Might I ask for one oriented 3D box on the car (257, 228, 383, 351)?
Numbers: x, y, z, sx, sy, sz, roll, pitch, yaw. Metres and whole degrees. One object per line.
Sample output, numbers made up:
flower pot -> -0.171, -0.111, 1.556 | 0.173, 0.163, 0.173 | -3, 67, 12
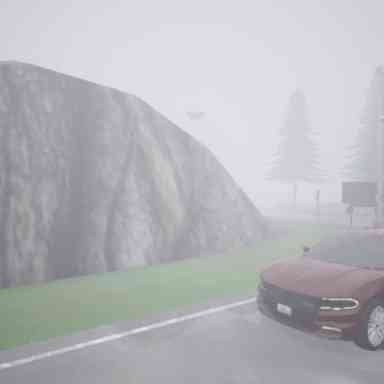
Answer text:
car -> 3.411, 1.476, 6.369 | 5.008, 1.535, 1.882 | 0, 0, -35
